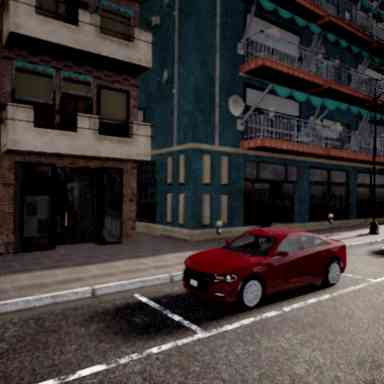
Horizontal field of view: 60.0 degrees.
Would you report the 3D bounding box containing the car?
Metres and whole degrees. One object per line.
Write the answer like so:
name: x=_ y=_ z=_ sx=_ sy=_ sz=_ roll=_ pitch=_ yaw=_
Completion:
car: x=1.871 y=1.553 z=7.883 sx=4.507 sy=1.381 sz=1.887 roll=0 pitch=1 yaw=-35
